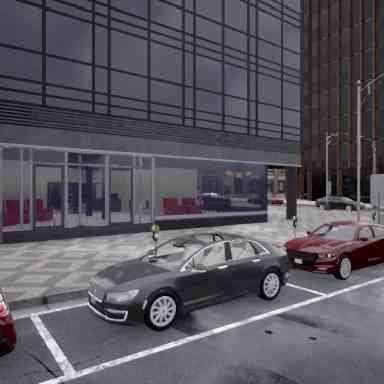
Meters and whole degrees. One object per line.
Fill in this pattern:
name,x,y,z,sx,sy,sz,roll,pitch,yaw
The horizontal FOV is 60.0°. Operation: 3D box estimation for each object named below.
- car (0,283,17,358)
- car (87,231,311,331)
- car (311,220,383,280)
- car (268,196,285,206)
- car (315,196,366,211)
car,-4.292,1.439,3.587,4.097,1.590,1.967,0,0,-36
car,0.147,1.552,6.760,4.403,1.369,2.008,0,0,-36
car,4.587,1.549,9.933,4.507,1.381,1.887,0,0,-36
car,9.243,1.079,41.863,1.895,1.301,4.718,0,1,-36
car,15.008,1.175,33.824,1.837,1.490,4.892,0,1,-36
